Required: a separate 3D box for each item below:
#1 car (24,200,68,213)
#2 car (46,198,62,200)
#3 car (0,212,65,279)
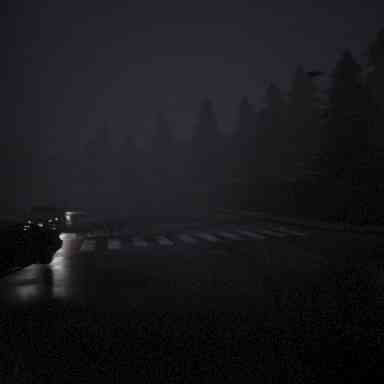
[{"bbox_3d":[-8.684,1.479,19.825,1.837,1.490,4.892,-2,1,-16],"label":"car"},{"bbox_3d":[-15.170,1.447,36.731,1.837,1.490,4.892,-1,0,-37],"label":"car"},{"bbox_3d":[-5.365,1.569,8.951,2.033,1.411,5.357,-2,1,3],"label":"car"}]
